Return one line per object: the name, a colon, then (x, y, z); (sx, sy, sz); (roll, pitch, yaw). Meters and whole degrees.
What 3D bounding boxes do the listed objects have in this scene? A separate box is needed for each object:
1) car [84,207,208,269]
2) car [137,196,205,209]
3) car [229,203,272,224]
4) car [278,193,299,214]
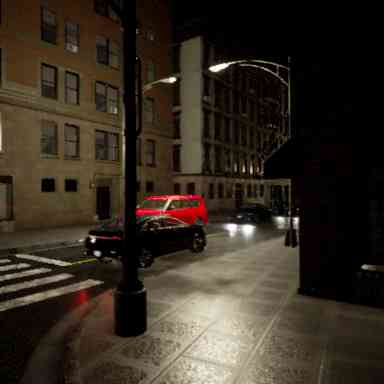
car: (-1.314, 1.485, 11.313); (2.128, 1.511, 4.902); (-1, 0, 33)
car: (-1.358, 1.216, 16.614); (2.150, 2.045, 5.566); (0, 0, 35)
car: (4.445, 1.533, 24.881); (1.994, 1.385, 4.181); (0, 0, 35)
car: (10.596, 1.164, 33.613); (2.150, 2.045, 5.566); (0, 0, 35)
